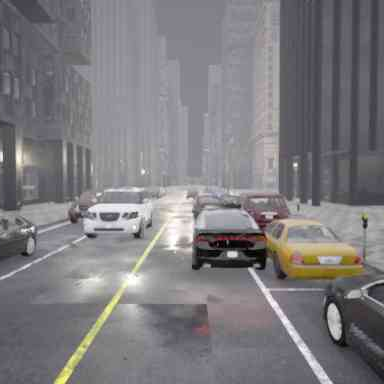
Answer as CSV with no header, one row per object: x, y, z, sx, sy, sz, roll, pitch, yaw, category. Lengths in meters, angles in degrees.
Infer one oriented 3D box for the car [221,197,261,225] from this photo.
2.829,1.047,20.069,1.802,1.307,4.206,0,2,0,car

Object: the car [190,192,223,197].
0.969,0.969,20.067,1.837,1.490,4.892,0,2,0,car

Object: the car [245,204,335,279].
2.790,1.282,9.037,1.752,1.417,4.829,0,2,0,car

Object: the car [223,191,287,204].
2.808,0.928,14.463,2.192,1.841,5.009,0,2,0,car

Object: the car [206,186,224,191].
2.887,0.460,36.864,1.967,1.590,4.097,0,2,0,car

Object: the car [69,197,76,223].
-5.697,0.777,20.088,2.192,1.841,5.009,0,2,0,car

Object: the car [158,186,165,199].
-5.600,0.037,48.089,2.192,1.841,5.009,0,2,0,car

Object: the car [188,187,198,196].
0.213,-0.118,61.214,1.837,1.490,4.892,0,2,0,car

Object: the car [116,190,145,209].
-5.658,0.606,31.291,1.967,1.590,4.097,0,2,0,car

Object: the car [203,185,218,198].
2.944,-0.108,53.661,2.192,1.841,5.009,0,2,0,car

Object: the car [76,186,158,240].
-3.049,0.820,14.967,2.150,2.045,5.566,0,2,0,car

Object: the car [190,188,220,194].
0.971,0.757,26.254,1.801,1.575,5.366,0,2,0,car

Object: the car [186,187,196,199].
0.191,0.349,47.135,1.895,1.301,4.718,0,1,1,car

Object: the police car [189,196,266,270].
0.935,1.151,10.178,1.930,1.638,5.238,0,2,0,police car

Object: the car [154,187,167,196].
-5.561,-0.133,59.292,1.967,1.590,4.097,0,2,0,car

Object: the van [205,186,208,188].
2.906,0.213,42.462,1.690,1.788,3.998,0,2,0,van

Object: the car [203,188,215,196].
2.965,-0.020,59.267,2.008,1.369,4.403,0,2,0,car

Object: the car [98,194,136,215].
-5.677,0.880,25.695,1.947,1.339,4.313,0,2,0,car

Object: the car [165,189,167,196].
-5.580,0.104,53.525,1.752,1.417,4.829,0,2,0,car

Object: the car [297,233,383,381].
2.770,1.461,3.269,2.008,1.369,4.403,0,2,0,car

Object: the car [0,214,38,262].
-5.735,1.310,8.894,2.008,1.369,4.403,0,2,0,car

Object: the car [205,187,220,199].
2.926,0.165,48.064,1.967,1.590,4.097,0,2,0,car
